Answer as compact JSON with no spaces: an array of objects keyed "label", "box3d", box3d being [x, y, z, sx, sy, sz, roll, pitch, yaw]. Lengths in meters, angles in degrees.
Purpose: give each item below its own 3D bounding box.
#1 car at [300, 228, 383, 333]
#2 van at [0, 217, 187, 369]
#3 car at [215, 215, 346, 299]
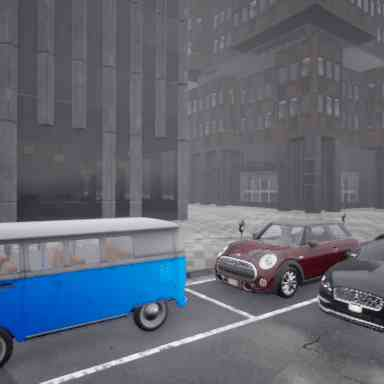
[{"label":"car","box3d":[4.429,1.510,6.403,4.892,1.490,1.837,0,0,-35]},{"label":"van","box3d":[-1.986,1.342,5.230,3.998,1.788,1.690,0,0,-35]},{"label":"car","box3d":[2.515,1.444,8.433,4.097,1.590,1.967,0,0,-35]}]
